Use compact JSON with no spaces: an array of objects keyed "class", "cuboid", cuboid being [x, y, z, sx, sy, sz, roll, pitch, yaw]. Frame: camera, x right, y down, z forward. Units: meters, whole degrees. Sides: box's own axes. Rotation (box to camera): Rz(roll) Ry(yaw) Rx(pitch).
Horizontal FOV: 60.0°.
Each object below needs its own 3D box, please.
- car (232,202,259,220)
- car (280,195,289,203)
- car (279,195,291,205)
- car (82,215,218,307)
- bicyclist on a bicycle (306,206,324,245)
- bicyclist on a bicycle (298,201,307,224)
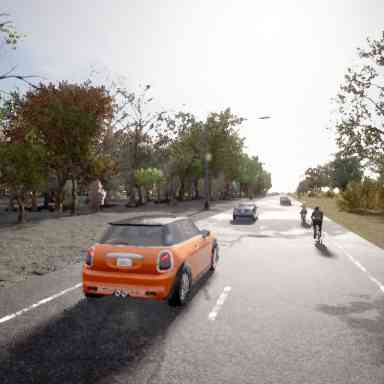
[{"class":"car","cuboid":[4.556,1.552,27.887,2.033,1.411,5.357,0,0,15]},{"class":"car","cuboid":[19.886,1.518,71.573,1.837,1.490,4.892,0,0,15]},{"class":"car","cuboid":[16.385,1.561,58.236,2.033,1.411,5.357,0,0,15]},{"class":"car","cuboid":[-0.716,1.352,8.334,2.097,1.767,4.553,0,0,15]},{"class":"bicyclist on a bicycle","cuboid":[5.479,1.455,14.533,0.582,1.620,1.656,0,0,15]},{"class":"bicyclist on a bicycle","cuboid":[8.033,1.441,23.915,0.866,1.612,1.509,0,0,15]}]
